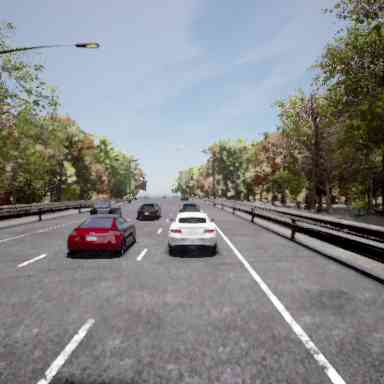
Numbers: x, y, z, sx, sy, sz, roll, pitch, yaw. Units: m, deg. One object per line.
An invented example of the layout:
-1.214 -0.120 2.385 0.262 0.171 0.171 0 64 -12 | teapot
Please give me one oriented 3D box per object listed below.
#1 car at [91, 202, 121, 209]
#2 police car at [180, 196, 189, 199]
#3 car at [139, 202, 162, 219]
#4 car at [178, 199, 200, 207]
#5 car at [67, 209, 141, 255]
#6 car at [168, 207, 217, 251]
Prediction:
-7.262 1.571 28.378 2.128 1.511 4.902 0 0 -1 | car
-1.863 1.868 92.945 1.930 1.638 5.238 0 0 -4 | police car
-3.728 1.607 29.413 1.812 1.442 4.674 0 0 -1 | car
-0.227 1.607 29.423 1.812 1.442 4.674 0 0 -1 | car
-3.493 1.595 13.558 1.994 1.385 4.181 0 0 0 | car
0.005 1.557 14.040 1.812 1.442 4.674 0 0 0 | car
